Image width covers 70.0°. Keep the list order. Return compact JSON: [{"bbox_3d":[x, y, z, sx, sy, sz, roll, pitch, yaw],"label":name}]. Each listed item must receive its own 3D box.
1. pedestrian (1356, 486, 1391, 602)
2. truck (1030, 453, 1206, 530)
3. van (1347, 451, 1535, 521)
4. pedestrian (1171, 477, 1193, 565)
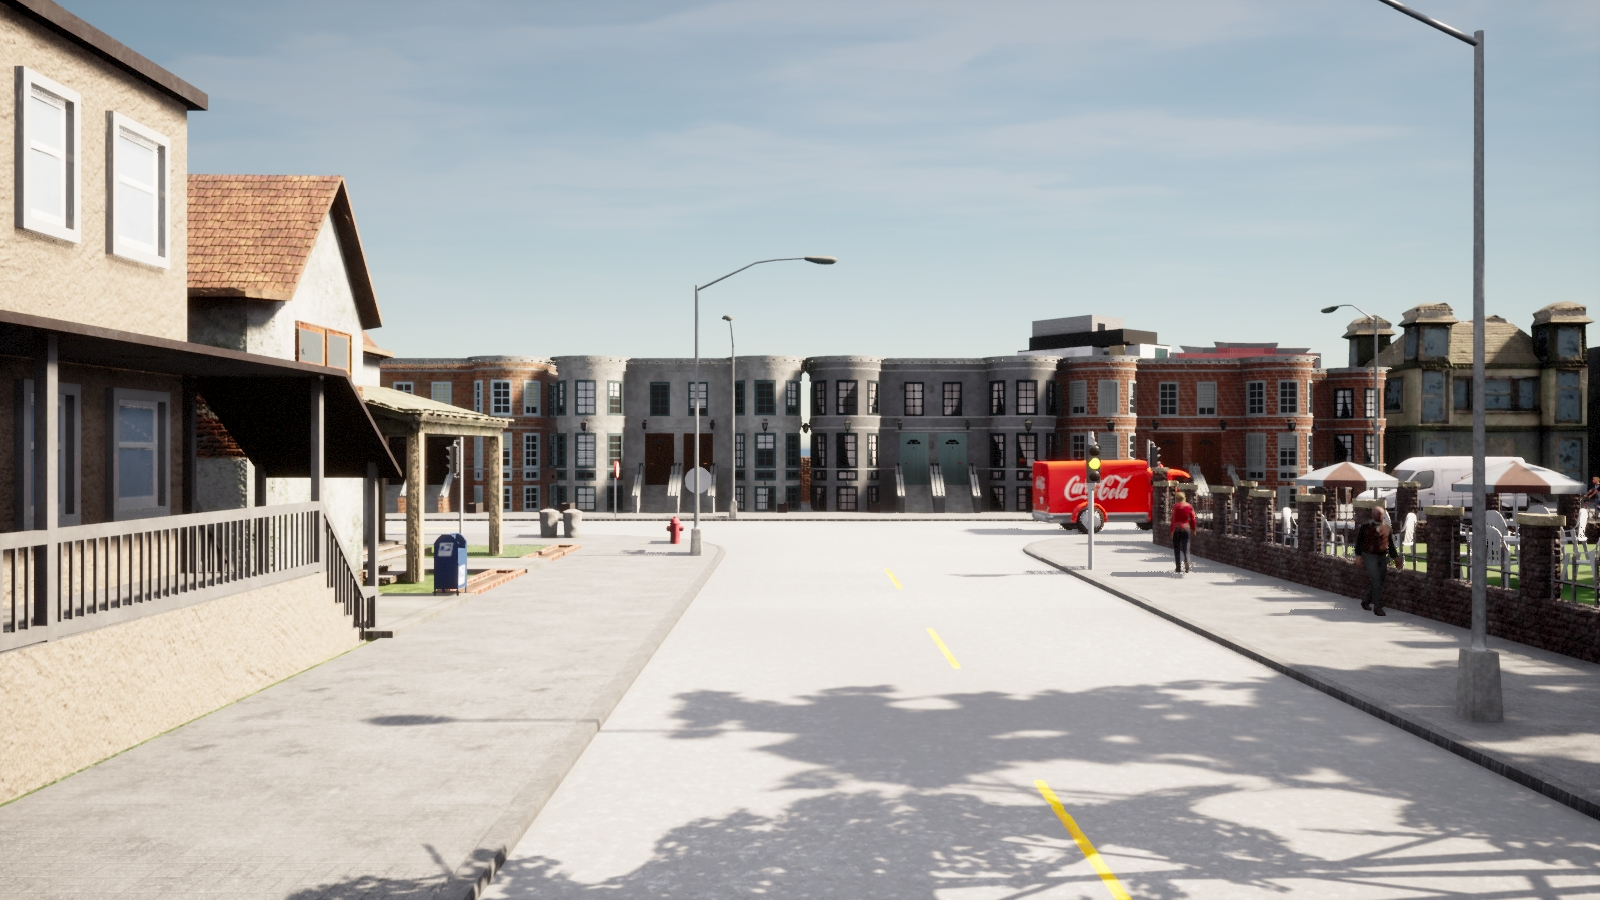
[{"bbox_3d":[9.370,1.523,18.670,0.375,1.860,0.375,0,0,1],"label":"pedestrian"},{"bbox_3d":[10.748,1.357,38.934,5.204,2.467,2.627,-1,0,-2],"label":"truck"},{"bbox_3d":[23.901,1.314,42.744,5.915,2.561,1.988,0,0,0],"label":"van"},{"bbox_3d":[8.188,1.516,24.503,0.375,1.860,0.375,0,0,4],"label":"pedestrian"}]
